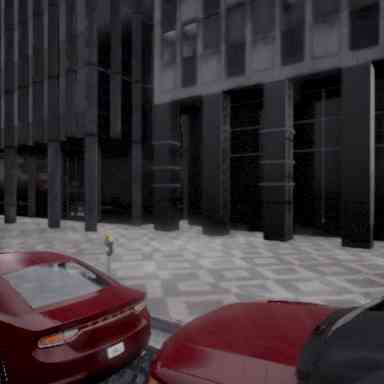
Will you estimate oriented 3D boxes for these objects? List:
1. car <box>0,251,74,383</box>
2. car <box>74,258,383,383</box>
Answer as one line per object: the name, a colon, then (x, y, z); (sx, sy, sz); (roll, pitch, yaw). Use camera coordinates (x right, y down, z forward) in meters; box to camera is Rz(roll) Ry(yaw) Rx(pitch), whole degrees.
car: (-2.625, 1.545, 4.832); (4.507, 1.381, 1.887); (0, 0, 35)
car: (1.936, 1.315, 1.579); (5.009, 1.841, 2.192); (0, 0, 35)
